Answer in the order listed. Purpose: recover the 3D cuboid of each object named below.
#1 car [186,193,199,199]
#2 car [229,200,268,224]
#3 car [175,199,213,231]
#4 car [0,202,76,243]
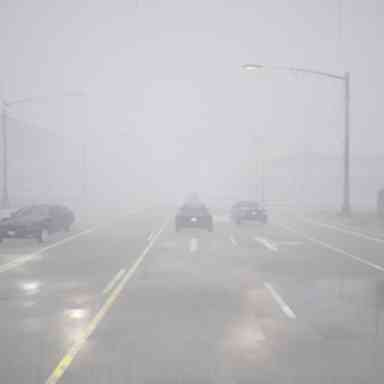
[{"bbox_3d":[0.094,0.793,47.348,2.033,1.411,5.357,0,1,0],"label":"car"},{"bbox_3d":[3.599,1.234,21.839,2.033,1.411,5.357,0,1,0],"label":"car"},{"bbox_3d":[0.098,1.306,18.605,1.994,1.385,4.181,0,1,0],"label":"car"},{"bbox_3d":[-7.002,1.280,15.395,1.882,1.535,5.008,0,1,0],"label":"car"}]
